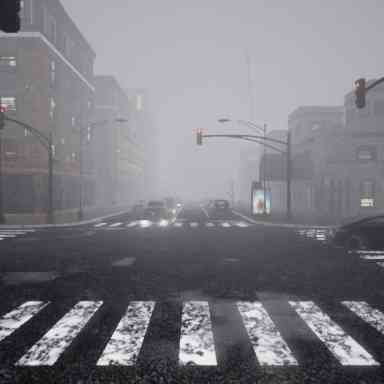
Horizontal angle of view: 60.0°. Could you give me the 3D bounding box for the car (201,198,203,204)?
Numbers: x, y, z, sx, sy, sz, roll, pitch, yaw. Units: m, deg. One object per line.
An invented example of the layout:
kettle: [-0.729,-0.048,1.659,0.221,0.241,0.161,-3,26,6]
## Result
car: [2.717,1.571,48.906,2.008,1.369,4.403,0,0,0]

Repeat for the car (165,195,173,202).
car: [-5.640,1.592,82.908,1.752,1.417,4.829,-1,0,0]

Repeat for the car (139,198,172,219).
car: [-3.081,1.509,28.838,1.837,1.490,4.892,0,0,0]

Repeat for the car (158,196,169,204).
car: [-5.652,1.565,65.819,1.752,1.417,4.829,0,0,0]

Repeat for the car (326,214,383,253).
car: [7.549,1.591,13.063,4.181,1.385,1.994,0,1,9]

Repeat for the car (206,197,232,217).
car: [2.705,1.446,31.815,1.967,1.590,4.097,0,0,0]

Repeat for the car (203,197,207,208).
car: [2.714,1.597,43.209,1.802,1.307,4.206,0,0,0]

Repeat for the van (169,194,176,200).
van: [-5.634,1.430,94.472,1.690,1.788,3.998,-1,0,0]

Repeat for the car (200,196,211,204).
car: [2.729,1.591,65.996,2.008,1.369,4.403,-1,0,0]

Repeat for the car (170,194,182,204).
car: [-2.961,1.532,64.551,2.128,1.511,4.902,0,0,0]

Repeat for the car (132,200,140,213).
car: [-5.671,1.561,37.506,2.008,1.369,4.403,0,0,0]

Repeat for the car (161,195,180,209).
car: [-3.063,1.519,44.970,1.837,1.490,4.892,0,1,1]

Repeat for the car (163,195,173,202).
car: [-5.646,1.497,77.382,1.967,1.590,4.097,0,0,0]

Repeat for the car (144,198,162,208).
car: [-5.663,1.571,48.899,2.008,1.369,4.403,0,0,0]
